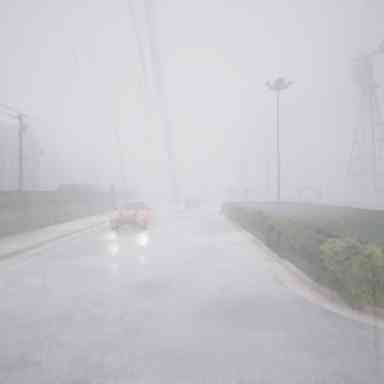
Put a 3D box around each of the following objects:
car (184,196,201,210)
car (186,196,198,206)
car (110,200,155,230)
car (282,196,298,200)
[{"bbox_3d":[0.040,1.416,42.312,2.128,1.511,4.902,0,0,1],"label":"car"},{"bbox_3d":[0.007,1.409,53.903,1.837,1.490,4.892,0,0,0],"label":"car"},{"bbox_3d":[-3.567,1.314,20.536,2.097,1.767,4.553,0,0,0],"label":"car"},{"bbox_3d":[18.425,1.436,61.497,5.357,1.411,2.033,0,0,0],"label":"car"}]
